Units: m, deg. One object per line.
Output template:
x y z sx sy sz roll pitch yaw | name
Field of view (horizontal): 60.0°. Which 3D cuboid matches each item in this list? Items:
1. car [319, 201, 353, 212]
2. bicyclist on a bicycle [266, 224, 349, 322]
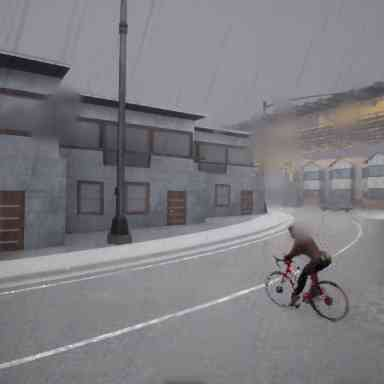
18.561 1.838 43.049 2.033 1.411 5.357 1 -1 -7 | car
2.033 1.432 6.086 0.582 1.620 1.656 0 0 -43 | bicyclist on a bicycle
